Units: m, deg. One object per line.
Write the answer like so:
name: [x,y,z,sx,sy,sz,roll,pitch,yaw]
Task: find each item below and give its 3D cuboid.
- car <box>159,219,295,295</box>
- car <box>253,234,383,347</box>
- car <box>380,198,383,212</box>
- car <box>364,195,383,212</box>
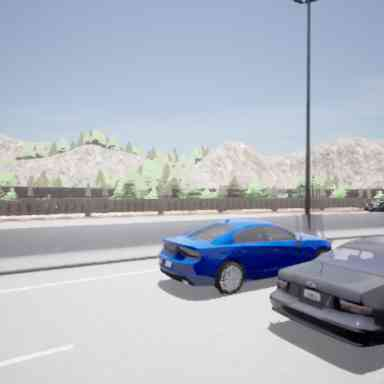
car: [1.589,1.458,8.700,5.008,1.535,1.882,0,0,-31]
car: [3.902,1.547,6.097,5.357,1.411,2.033,0,0,-30]
car: [18.902,1.485,28.092,5.008,1.535,1.882,0,0,-17]
car: [19.354,1.221,31.919,5.566,2.045,2.150,0,0,-16]
